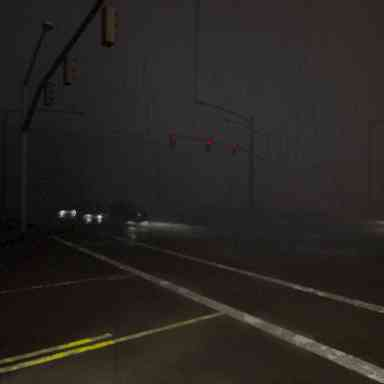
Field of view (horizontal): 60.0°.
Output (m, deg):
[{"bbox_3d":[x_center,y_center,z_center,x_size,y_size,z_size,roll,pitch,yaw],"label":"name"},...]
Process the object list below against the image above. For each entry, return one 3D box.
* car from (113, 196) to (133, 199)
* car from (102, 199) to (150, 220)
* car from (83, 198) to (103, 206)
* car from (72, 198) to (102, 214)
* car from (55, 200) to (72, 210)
[{"bbox_3d":[-15.488,1.864,71.440,1.812,1.442,4.674,0,0,30],"label":"car"},{"bbox_3d":[-5.814,1.637,29.567,2.128,1.511,4.902,1,0,-36],"label":"car"},{"bbox_3d":[-18.267,1.844,61.598,1.895,1.301,4.718,1,0,3],"label":"car"},{"bbox_3d":[-11.656,1.707,37.612,1.994,1.385,4.181,1,0,-36],"label":"car"},{"bbox_3d":[-17.423,1.742,45.701,1.895,1.301,4.718,1,0,-33],"label":"car"}]
